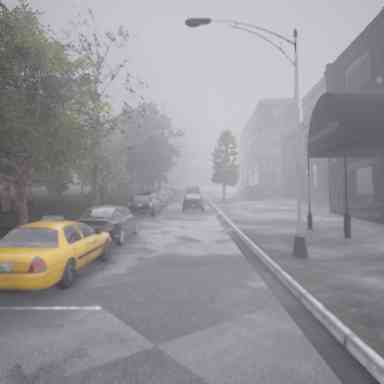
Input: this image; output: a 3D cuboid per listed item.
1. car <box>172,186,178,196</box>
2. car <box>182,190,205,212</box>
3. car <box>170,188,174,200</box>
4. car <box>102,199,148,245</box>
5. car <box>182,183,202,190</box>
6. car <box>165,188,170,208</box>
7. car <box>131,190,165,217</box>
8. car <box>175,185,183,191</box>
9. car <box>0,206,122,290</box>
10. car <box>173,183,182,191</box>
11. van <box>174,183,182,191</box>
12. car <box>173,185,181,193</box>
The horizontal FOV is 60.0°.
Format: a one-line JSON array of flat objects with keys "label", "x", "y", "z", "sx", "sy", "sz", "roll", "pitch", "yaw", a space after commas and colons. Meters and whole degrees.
[{"label": "car", "x": -3.639, "y": 0.272, "z": 48.376, "sx": 1.946, "sy": 1.575, "sz": 5.366, "roll": 0, "pitch": 2, "yaw": 2}, {"label": "car", "x": 0.104, "y": 0.870, "z": 30.045, "sx": 1.882, "sy": 1.535, "sz": 5.008, "roll": 0, "pitch": 2, "yaw": 0}, {"label": "car", "x": -3.648, "y": 0.647, "z": 37.048, "sx": 2.231, "sy": 1.521, "sz": 4.892, "roll": 0, "pitch": 2, "yaw": 2}, {"label": "car", "x": -3.632, "y": 1.323, "z": 14.753, "sx": 2.231, "sy": 1.521, "sz": 4.892, "roll": 1, "pitch": 2, "yaw": 2}, {"label": "car", "x": 0.100, "y": 0.133, "z": 44.876, "sx": 2.150, "sy": 2.045, "sz": 5.566, "roll": 0, "pitch": 2, "yaw": 1}, {"label": "car", "x": -3.650, "y": 0.702, "z": 31.451, "sx": 2.185, "sy": 1.767, "sz": 4.553, "roll": 0, "pitch": 2, "yaw": 2}, {"label": "car", "x": -3.651, "y": 0.881, "z": 25.882, "sx": 2.185, "sy": 1.767, "sz": 4.553, "roll": 0, "pitch": 2, "yaw": 2}, {"label": "car", "x": -3.632, "y": -1.230, "z": 92.916, "sx": 1.946, "sy": 1.575, "sz": 5.366, "roll": 0, "pitch": 2, "yaw": 2}, {"label": "car", "x": -3.630, "y": 1.406, "z": 9.014, "sx": 1.946, "sy": 1.575, "sz": 5.366, "roll": 1, "pitch": 1, "yaw": 2}, {"label": "car", "x": -3.642, "y": -0.656, "z": 76.025, "sx": 2.097, "sy": 1.535, "sz": 5.008, "roll": 0, "pitch": 2, "yaw": 2}, {"label": "van", "x": -3.636, "y": -1.263, "z": 87.273, "sx": 1.878, "sy": 1.987, "sz": 4.442, "roll": 0, "pitch": 2, "yaw": 2}, {"label": "car", "x": -3.643, "y": -0.061, "z": 59.357, "sx": 2.163, "sy": 1.488, "sz": 4.792, "roll": 0, "pitch": 2, "yaw": 2}]
